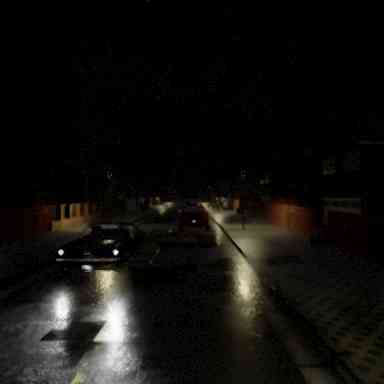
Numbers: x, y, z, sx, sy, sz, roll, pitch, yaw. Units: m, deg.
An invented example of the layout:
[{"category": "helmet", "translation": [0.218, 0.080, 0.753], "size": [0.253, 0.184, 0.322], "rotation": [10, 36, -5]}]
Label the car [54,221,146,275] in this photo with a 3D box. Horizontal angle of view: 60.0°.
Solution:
[{"category": "car", "translation": [-2.736, 1.687, 10.927], "size": [1.895, 1.301, 4.718], "rotation": [0, 0, 0]}]

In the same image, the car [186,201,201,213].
[{"category": "car", "translation": [0.151, 1.826, 41.421], "size": [1.812, 1.442, 4.674], "rotation": [0, -1, 0]}]

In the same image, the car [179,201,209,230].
[{"category": "car", "translation": [0.128, 1.651, 22.684], "size": [1.882, 1.535, 5.008], "rotation": [0, 0, 0]}]
